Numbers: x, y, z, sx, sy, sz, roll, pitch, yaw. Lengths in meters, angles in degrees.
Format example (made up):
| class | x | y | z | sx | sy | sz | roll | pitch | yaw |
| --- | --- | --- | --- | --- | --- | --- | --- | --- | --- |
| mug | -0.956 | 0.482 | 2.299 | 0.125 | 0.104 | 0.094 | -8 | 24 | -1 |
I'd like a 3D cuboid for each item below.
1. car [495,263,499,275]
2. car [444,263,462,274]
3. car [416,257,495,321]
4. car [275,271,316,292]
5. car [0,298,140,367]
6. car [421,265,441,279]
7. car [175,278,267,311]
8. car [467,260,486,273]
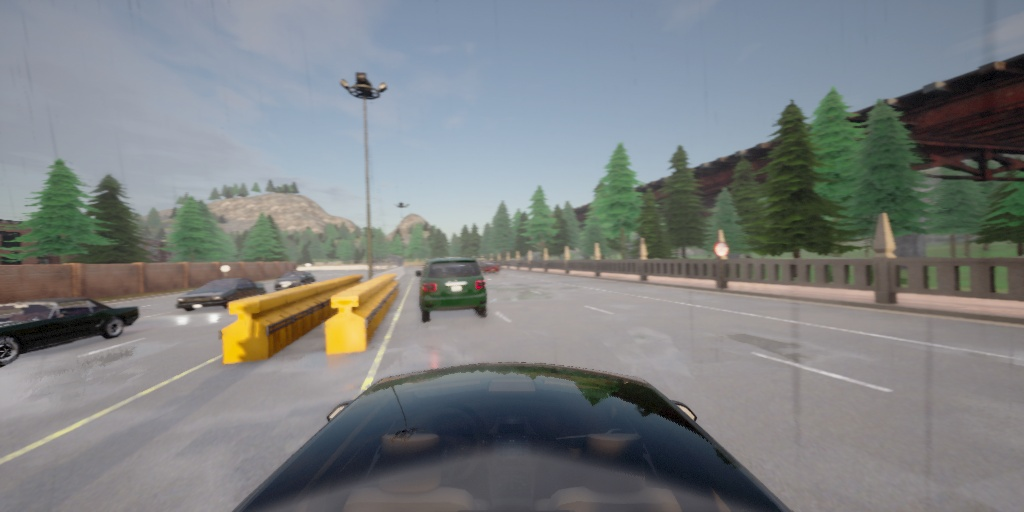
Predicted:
| class | x | y | z | sx | sy | sz | roll | pitch | yaw |
| --- | --- | --- | --- | --- | --- | --- | --- | --- | --- |
| car | -2.861 | 1.475 | 43.753 | 1.882 | 1.535 | 5.008 | -2 | 0 | -14 |
| car | -8.645 | 1.779 | 52.283 | 2.033 | 1.411 | 5.357 | -2 | 0 | -14 |
| car | -2.351 | 1.097 | 13.435 | 2.150 | 2.045 | 5.566 | -2 | 0 | -15 |
| car | -17.222 | 1.944 | 28.662 | 2.128 | 1.511 | 4.902 | -2 | 0 | -14 |
| car | -12.324 | 1.812 | 9.128 | 1.895 | 1.301 | 4.718 | -2 | 0 | -14 |
| car | -9.538 | 1.775 | 41.906 | 2.033 | 1.411 | 5.357 | -2 | 0 | -14 |
| car | -14.698 | 1.876 | 18.573 | 2.033 | 1.411 | 5.357 | -2 | 0 | -14 |
| car | -5.337 | 1.471 | 53.443 | 2.097 | 1.767 | 4.553 | -2 | 0 | -14 |
